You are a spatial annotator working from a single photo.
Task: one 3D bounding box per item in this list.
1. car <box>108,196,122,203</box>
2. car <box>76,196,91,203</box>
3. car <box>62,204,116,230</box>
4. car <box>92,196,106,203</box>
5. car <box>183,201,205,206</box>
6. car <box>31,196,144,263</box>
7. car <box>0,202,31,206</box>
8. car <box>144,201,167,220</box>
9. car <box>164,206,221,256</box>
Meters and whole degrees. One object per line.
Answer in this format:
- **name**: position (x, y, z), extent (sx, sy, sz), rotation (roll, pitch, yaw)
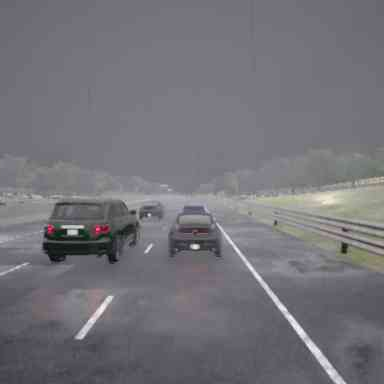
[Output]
- **car**: position (-17.276, 1.599, 74.854), extent (1.882, 1.535, 5.008), rotation (0, 0, 0)
- **car**: position (-24.277, 1.649, 74.461), extent (1.812, 1.442, 4.674), rotation (0, 0, 0)
- **car**: position (-6.871, 1.592, 22.951), extent (2.033, 1.411, 5.357), rotation (0, 0, 0)
- **car**: position (-20.777, 1.625, 74.450), extent (1.837, 1.490, 4.892), rotation (0, 0, 0)
- **car**: position (0.167, 1.536, 30.043), extent (1.882, 1.535, 5.008), rotation (0, 0, 0)
- **car**: position (-3.387, 1.246, 12.210), extent (2.150, 2.045, 5.566), rotation (0, 0, 1)
- **car**: position (-17.511, 1.667, 34.254), extent (1.895, 1.301, 4.718), rotation (0, 0, 0)
- **car**: position (-3.340, 1.560, 28.601), extent (1.837, 1.490, 4.892), rotation (0, 0, 0)
- **car**: position (0.111, 1.530, 13.195), extent (1.837, 1.490, 4.892), rotation (0, 0, 0)
